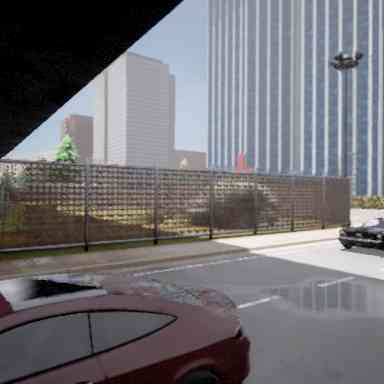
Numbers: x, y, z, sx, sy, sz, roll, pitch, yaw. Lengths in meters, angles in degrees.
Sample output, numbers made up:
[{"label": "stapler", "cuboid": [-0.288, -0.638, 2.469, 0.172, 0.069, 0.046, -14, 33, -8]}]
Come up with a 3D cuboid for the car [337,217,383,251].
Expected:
[{"label": "car", "cuboid": [8.122, 1.710, 13.800, 4.718, 1.301, 1.895, 1, 0, -34]}]

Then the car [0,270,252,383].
[{"label": "car", "cuboid": [-1.519, 1.525, 2.840, 4.674, 1.442, 1.812, 1, 0, -35]}]
